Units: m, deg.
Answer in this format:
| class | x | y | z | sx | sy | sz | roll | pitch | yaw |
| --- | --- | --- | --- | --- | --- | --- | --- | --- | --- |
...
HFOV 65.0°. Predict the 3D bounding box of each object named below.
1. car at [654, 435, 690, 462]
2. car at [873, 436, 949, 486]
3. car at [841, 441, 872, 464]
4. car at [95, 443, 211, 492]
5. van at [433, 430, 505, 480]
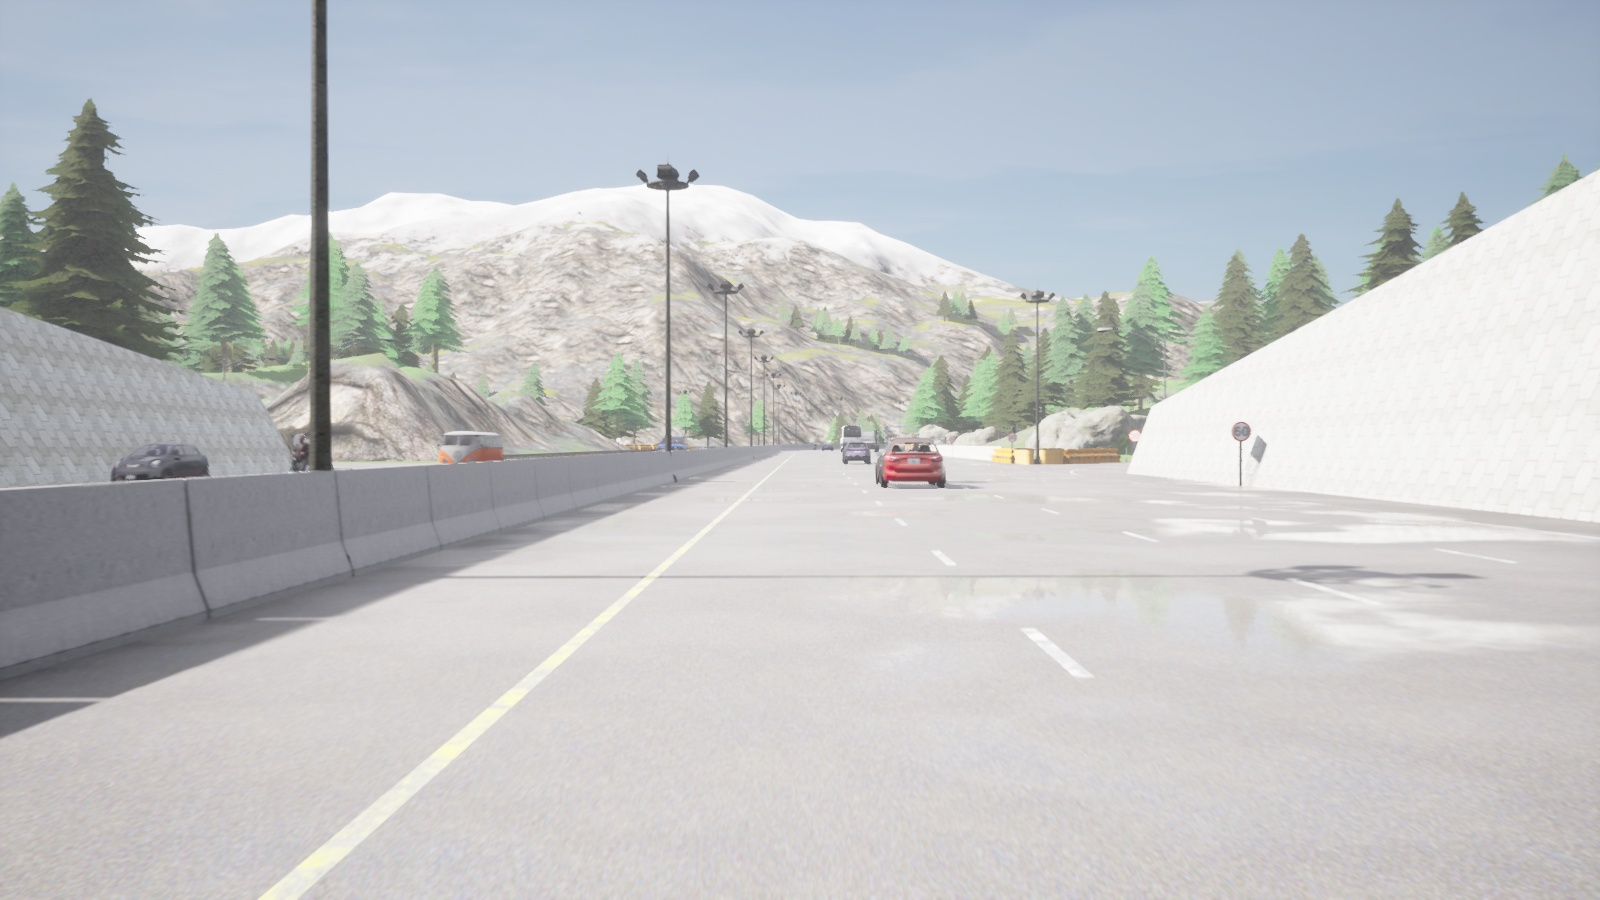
| class | x | y | z | sx | sy | sz | roll | pitch | yaw |
| --- | --- | --- | --- | --- | --- | --- | --- | --- | --- |
| car | -9.928 | -0.094 | 97.847 | 2.150 | 2.045 | 5.566 | 0 | 0 | 0 |
| car | 3.763 | 0.348 | 43.502 | 2.242 | 1.667 | 4.611 | 0 | 0 | 0 |
| car | 4.029 | 0.170 | 90.366 | 2.033 | 1.649 | 4.856 | 0 | 0 | 0 |
| car | -20.755 | 0.516 | 40.444 | 1.845 | 1.501 | 3.633 | 0 | 0 | 0 |
| van | -13.688 | 0.196 | 52.131 | 1.775 | 1.987 | 4.442 | 0 | 0 | 0 |
